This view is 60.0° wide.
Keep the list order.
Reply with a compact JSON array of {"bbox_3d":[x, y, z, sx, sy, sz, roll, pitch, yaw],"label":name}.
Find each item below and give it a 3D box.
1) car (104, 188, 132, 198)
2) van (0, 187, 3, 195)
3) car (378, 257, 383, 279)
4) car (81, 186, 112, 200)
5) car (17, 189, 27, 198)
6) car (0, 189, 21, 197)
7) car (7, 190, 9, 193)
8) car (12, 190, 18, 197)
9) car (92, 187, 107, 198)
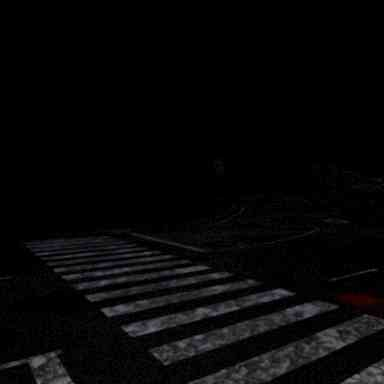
[{"bbox_3d":[-11.046,0.339,52.115,2.231,1.521,4.892,-1,1,16],"label":"car"},{"bbox_3d":[-48.697,-0.104,81.090,1.878,1.987,4.442,0,2,19],"label":"van"},{"bbox_3d":[6.889,1.574,8.197,5.357,1.411,2.033,0,0,-30],"label":"car"},{"bbox_3d":[-15.854,0.151,55.644,2.435,2.045,5.566,-2,1,16],"label":"car"},{"bbox_3d":[-32.448,0.429,68.189,2.231,1.521,4.892,-1,2,18],"label":"car"},{"bbox_3d":[-41.747,0.254,75.583,2.097,1.535,5.008,0,2,19],"label":"car"},{"bbox_3d":[-37.128,0.221,71.839,2.185,1.767,4.553,0,2,18],"label":"car"},{"bbox_3d":[-34.777,0.389,70.031,2.097,1.535,5.008,0,2,18],"label":"car"},{"bbox_3d":[-13.464,0.120,53.827,2.435,2.045,5.566,-1,1,16],"label":"car"}]
